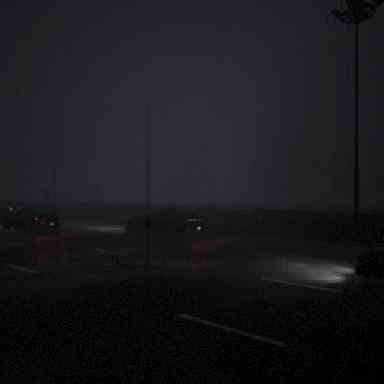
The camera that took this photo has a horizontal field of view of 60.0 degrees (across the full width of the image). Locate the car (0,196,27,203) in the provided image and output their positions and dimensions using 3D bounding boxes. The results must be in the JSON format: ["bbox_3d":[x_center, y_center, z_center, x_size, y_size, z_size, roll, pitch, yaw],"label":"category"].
[{"bbox_3d":[-16.320,1.483,29.728,4.553,1.767,2.097,0,-1,37],"label":"car"}]

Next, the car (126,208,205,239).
[{"bbox_3d":[-1.565,1.632,18.413,4.902,1.511,2.128,0,-1,37],"label":"car"}]

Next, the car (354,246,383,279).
[{"bbox_3d":[6.770,1.658,7.613,5.357,1.411,2.033,0,-1,37],"label":"car"}]

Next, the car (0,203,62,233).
[{"bbox_3d":[-9.786,1.626,20.307,4.674,1.442,1.812,0,-1,37],"label":"car"}]
